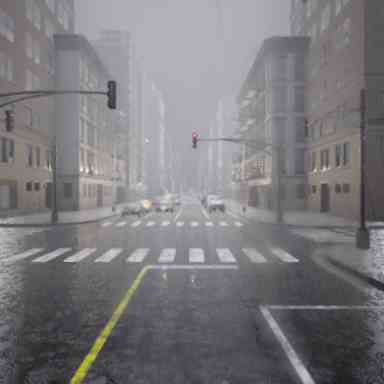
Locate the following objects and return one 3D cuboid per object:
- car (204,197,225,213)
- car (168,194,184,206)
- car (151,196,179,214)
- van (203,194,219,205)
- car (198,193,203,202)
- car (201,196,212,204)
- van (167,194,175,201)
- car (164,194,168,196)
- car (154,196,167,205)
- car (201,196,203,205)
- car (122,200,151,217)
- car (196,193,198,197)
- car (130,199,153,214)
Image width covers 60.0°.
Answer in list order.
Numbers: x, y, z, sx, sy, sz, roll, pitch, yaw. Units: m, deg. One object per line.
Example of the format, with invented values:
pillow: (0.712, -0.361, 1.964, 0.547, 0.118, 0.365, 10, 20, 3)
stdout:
car: (2.648, 1.543, 36.340, 2.008, 1.369, 4.403, 0, 0, 0)
car: (-2.788, 1.536, 53.430, 2.033, 1.411, 5.357, 0, 0, 1)
car: (-2.835, 1.484, 35.620, 2.128, 1.511, 4.902, 0, 0, 0)
van: (2.651, 1.332, 41.746, 1.690, 1.788, 3.998, 0, 0, 0)
car: (2.658, 1.302, 57.965, 2.192, 1.841, 5.009, 0, 0, 0)
car: (2.660, 1.552, 63.371, 1.947, 1.339, 4.313, 0, 0, 0)
van: (-5.421, 1.323, 84.997, 1.690, 1.788, 3.998, 0, 0, 0)
car: (-5.398, 1.428, 52.560, 1.967, 1.590, 4.097, 0, 0, 0)
car: (-5.402, 1.513, 57.795, 1.752, 1.417, 4.829, 0, 0, 0)
car: (2.653, 1.572, 47.153, 1.802, 1.307, 4.206, 0, 0, 0)
car: (-5.382, 1.544, 30.935, 2.008, 1.369, 4.403, 0, 0, 0)
car: (2.673, 1.526, 90.403, 1.887, 1.381, 4.507, 0, 0, 0)
car: (-5.386, 1.517, 36.171, 1.752, 1.417, 4.829, 0, 0, 0)
